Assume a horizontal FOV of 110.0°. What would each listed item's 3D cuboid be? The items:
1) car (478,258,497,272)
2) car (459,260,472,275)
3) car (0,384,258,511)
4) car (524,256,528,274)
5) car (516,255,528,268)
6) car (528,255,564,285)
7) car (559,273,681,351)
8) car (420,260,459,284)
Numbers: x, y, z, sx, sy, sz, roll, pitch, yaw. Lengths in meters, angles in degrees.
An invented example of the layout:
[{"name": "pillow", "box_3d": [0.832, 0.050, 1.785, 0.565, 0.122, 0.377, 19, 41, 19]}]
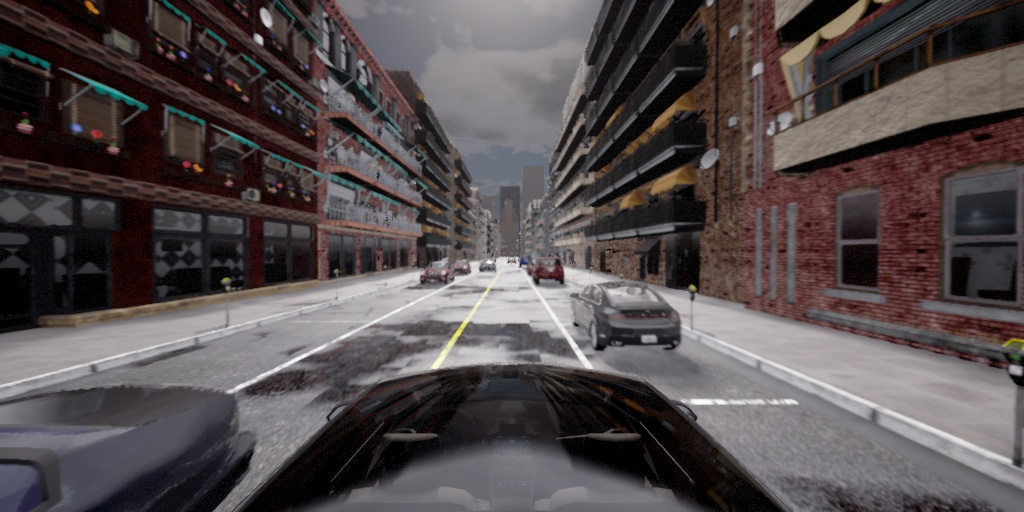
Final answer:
[{"name": "car", "box_3d": [-2.854, 1.227, 42.948, 1.994, 1.385, 4.181, 0, 0, 0]}, {"name": "car", "box_3d": [-5.335, 1.113, 37.302, 1.967, 1.591, 4.097, 0, 0, 0]}, {"name": "car", "box_3d": [-2.855, 1.300, 0.306, 2.033, 1.411, 5.357, 0, 0, 0]}, {"name": "car", "box_3d": [2.550, 1.115, 37.097, 1.967, 1.591, 4.097, 0, 0, 0]}, {"name": "car", "box_3d": [2.239, 0.862, 58.440, 2.150, 2.045, 5.566, 0, 0, 0]}, {"name": "car", "box_3d": [2.541, 1.012, 25.769, 2.192, 1.841, 5.009, 0, 0, 0]}, {"name": "car", "box_3d": [2.528, 1.285, 8.776, 2.007, 1.370, 4.403, 0, 0, 0]}, {"name": "car", "box_3d": [-5.329, 1.136, 25.999, 1.967, 1.591, 4.097, 0, 0, 0]}]
